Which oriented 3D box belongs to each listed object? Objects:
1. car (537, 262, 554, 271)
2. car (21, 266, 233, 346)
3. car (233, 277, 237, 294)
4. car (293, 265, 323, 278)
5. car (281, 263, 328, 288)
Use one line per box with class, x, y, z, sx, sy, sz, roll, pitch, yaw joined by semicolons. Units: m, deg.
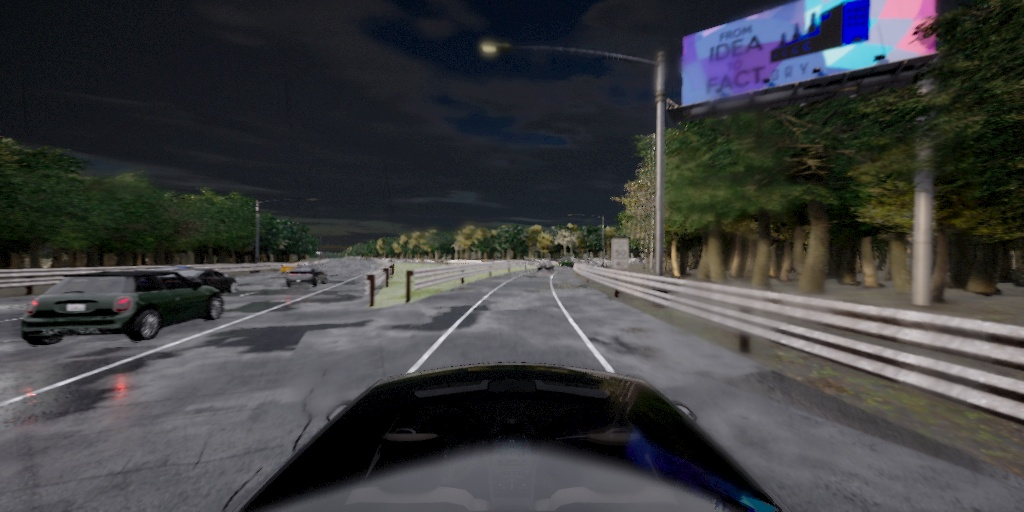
car;4.865;1.496;51.241;1.895;1.301;4.718;1;0;15
car;-10.166;1.170;9.957;2.097;1.767;4.553;0;-1;-15
car;-16.072;1.353;18.374;1.882;1.535;5.008;0;-1;-16
car;-22.556;1.684;39.841;1.895;1.301;4.718;0;-1;-18
car;-14.737;1.454;25.943;2.128;1.511;4.902;0;-1;-17
